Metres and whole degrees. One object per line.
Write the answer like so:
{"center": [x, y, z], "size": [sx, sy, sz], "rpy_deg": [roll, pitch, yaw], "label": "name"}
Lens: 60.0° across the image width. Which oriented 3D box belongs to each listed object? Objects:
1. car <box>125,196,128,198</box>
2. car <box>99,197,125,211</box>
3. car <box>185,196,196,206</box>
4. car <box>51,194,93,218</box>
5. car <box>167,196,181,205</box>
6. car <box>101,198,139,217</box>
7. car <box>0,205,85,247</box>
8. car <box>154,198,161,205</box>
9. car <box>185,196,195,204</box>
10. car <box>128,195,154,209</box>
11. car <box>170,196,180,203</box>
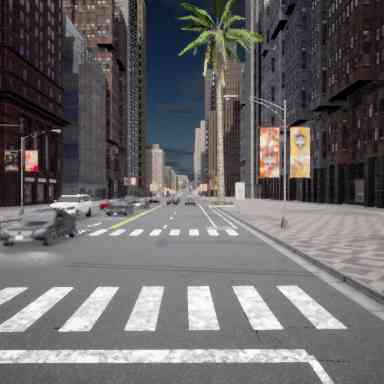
{"center": [-10.105, 1.383, 53.192], "size": [2.097, 1.767, 4.553], "rpy_deg": [0, 0, 0], "label": "car"}
{"center": [-10.069, 1.616, 41.210], "size": [1.895, 1.301, 4.718], "rpy_deg": [0, 0, 0], "label": "car"}
{"center": [-0.308, 1.585, 56.112], "size": [2.033, 1.411, 5.357], "rpy_deg": [0, 0, 0], "label": "car"}
{"center": [-10.001, 1.227, 27.812], "size": [2.150, 2.045, 5.566], "rpy_deg": [0, 0, 0], "label": "car"}
{"center": [-3.482, 1.645, 59.744], "size": [1.895, 1.301, 4.718], "rpy_deg": [0, 0, -1], "label": "car"}
{"center": [-6.772, 1.555, 31.869], "size": [2.033, 1.411, 5.357], "rpy_deg": [0, 0, 0], "label": "car"}
{"center": [-6.683, 1.526, 15.169], "size": [1.812, 1.442, 4.674], "rpy_deg": [0, 0, 0], "label": "car"}
{"center": [-6.833, 1.660, 60.635], "size": [1.895, 1.301, 4.718], "rpy_deg": [0, 0, 0], "label": "car"}
{"center": [-0.366, 1.537, 66.534], "size": [1.882, 1.535, 5.008], "rpy_deg": [0, 0, 0], "label": "car"}
{"center": [-6.836, 1.510, 44.625], "size": [2.128, 1.511, 4.902], "rpy_deg": [0, 0, 0], "label": "car"}
{"center": [-3.532, 1.593, 69.852], "size": [1.812, 1.442, 4.674], "rpy_deg": [0, 0, 0], "label": "car"}
